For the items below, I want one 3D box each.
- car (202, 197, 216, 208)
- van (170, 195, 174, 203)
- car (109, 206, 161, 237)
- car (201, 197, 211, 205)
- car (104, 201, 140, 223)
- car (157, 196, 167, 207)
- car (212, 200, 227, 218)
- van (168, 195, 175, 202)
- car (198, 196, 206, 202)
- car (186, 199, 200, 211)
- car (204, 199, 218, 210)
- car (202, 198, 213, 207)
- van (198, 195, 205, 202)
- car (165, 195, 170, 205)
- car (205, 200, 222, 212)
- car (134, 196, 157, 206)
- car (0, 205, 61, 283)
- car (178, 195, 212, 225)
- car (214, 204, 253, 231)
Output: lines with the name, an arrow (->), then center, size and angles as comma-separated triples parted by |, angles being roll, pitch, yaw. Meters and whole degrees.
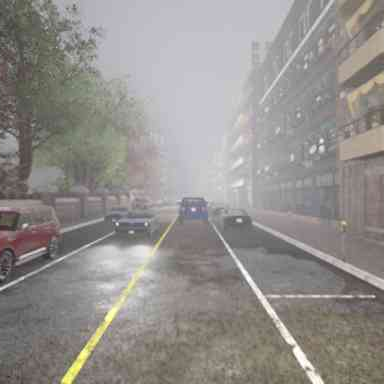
car -> 2.717, 1.693, 54.219 | 1.967, 1.590, 4.097 | 1, 0, 0
van -> -5.664, 1.697, 76.314 | 1.690, 1.788, 3.998 | 1, 0, 0
car -> -2.996, 1.691, 18.707 | 1.895, 1.301, 4.718 | 0, 0, 0
car -> 2.718, 1.831, 65.434 | 1.752, 1.417, 4.829 | 1, 0, 0
car -> -5.671, 1.689, 26.603 | 1.947, 1.339, 4.313 | 1, 0, 0
car -> -5.664, 1.797, 54.220 | 1.887, 1.381, 4.507 | 1, 0, 0
car -> 2.710, 1.716, 32.125 | 1.947, 1.339, 4.313 | 1, 0, 0
van -> -5.619, 1.775, 92.885 | 1.690, 1.788, 3.998 | 1, 0, 0
car -> 2.694, 1.849, 87.358 | 1.967, 1.590, 4.097 | 1, 0, 0
car -> 0.111, 1.739, 46.010 | 1.812, 1.442, 4.674 | 0, 0, 0
car -> 2.715, 1.753, 48.864 | 1.752, 1.417, 4.829 | 1, 0, 0
car -> 2.716, 1.860, 59.741 | 1.802, 1.307, 4.206 | 1, 0, 0
van -> 2.694, 1.776, 92.882 | 1.690, 1.788, 3.998 | 1, 0, 0
car -> -5.659, 1.593, 59.744 | 2.192, 1.841, 5.009 | 1, 0, 0
car -> 2.713, 1.746, 43.170 | 1.887, 1.381, 4.507 | 1, 0, 0
car -> -5.664, 1.490, 37.651 | 2.192, 1.841, 5.009 | 1, 0, 0
car -> -5.670, 1.362, 10.034 | 2.192, 1.841, 5.009 | 1, 0, 0
car -> 0.096, 1.339, 25.564 | 2.150, 2.045, 5.566 | 0, 0, 0
car -> 2.707, 1.665, 21.077 | 1.947, 1.339, 4.313 | 1, 0, 0
